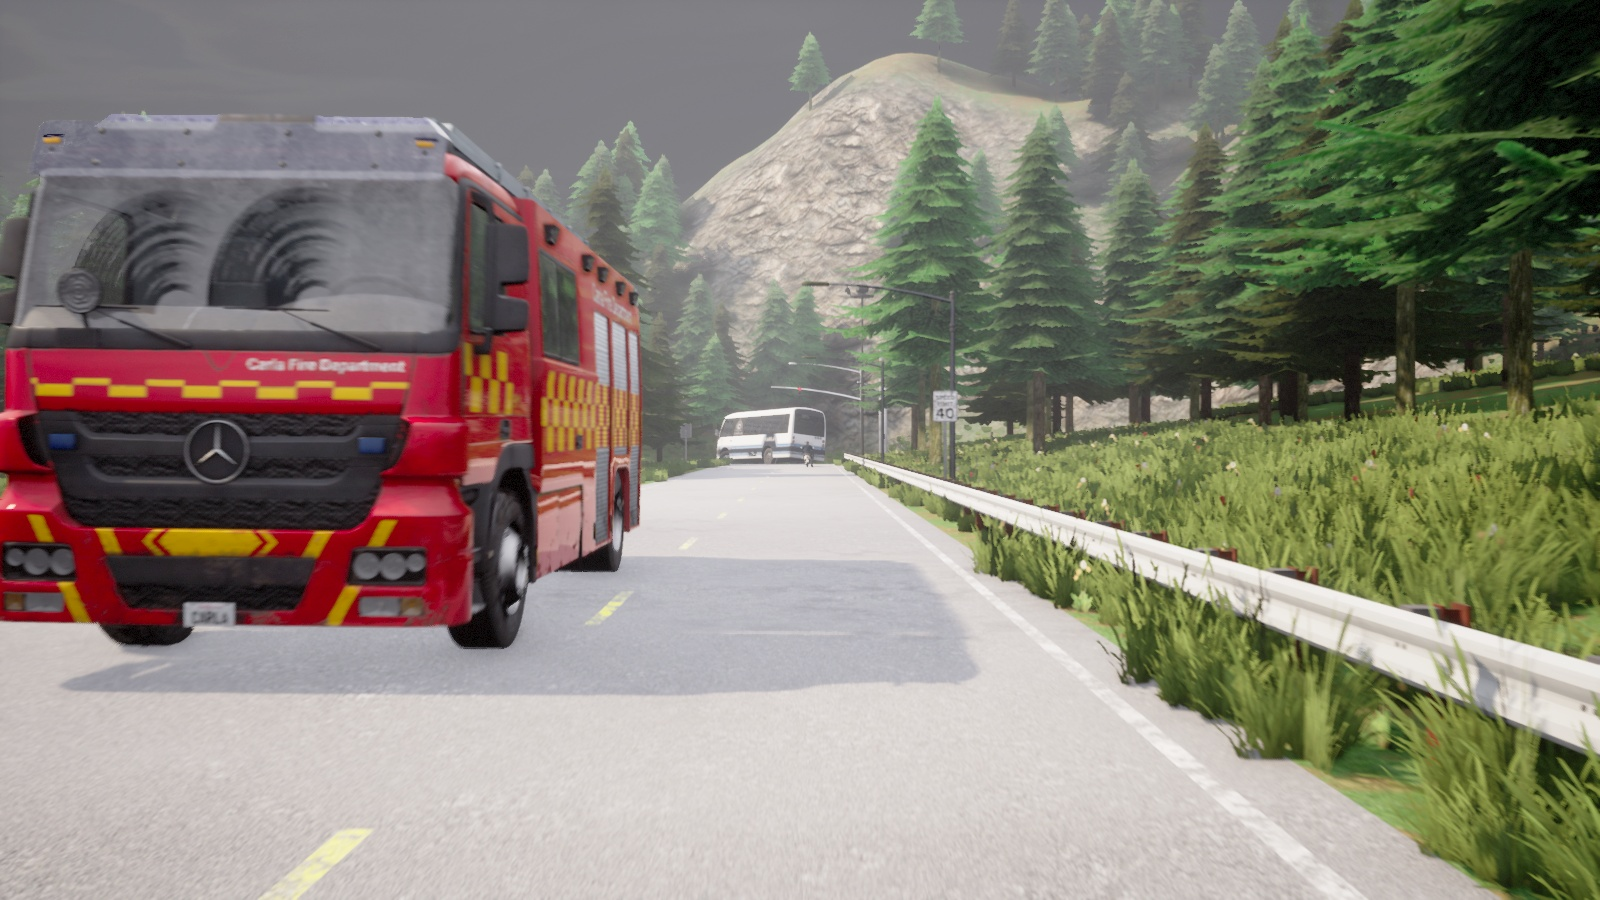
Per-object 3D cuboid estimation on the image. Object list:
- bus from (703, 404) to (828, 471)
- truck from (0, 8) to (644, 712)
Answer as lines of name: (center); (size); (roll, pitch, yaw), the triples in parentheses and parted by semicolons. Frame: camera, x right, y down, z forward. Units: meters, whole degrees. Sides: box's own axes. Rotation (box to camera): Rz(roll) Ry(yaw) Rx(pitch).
bus: (-2.717, -0.789, 93.660); (3.944, 4.253, 10.273); (7, -6, -36)
truck: (-3.411, -0.542, 11.124); (2.891, 3.827, 8.468); (1, 1, 0)
